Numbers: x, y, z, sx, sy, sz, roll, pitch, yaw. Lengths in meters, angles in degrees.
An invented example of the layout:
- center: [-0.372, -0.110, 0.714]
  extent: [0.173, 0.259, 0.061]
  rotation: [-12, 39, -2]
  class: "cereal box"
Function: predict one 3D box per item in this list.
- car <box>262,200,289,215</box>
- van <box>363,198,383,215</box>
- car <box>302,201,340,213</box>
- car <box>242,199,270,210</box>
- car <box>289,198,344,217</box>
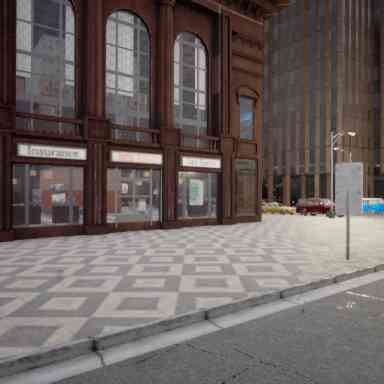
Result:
- center: [9.449, 1.799, 37.103]
  extent: [1.752, 1.417, 4.829]
  rotation: [0, 0, -35]
  class: "car"
- center: [19.551, 1.589, 37.579]
  extent: [1.690, 1.788, 3.998]
  rotation: [-1, 0, -35]
  class: "van"
- center: [16.308, 1.898, 42.170]
  extent: [1.802, 1.307, 4.206]
  rotation: [-1, 0, -35]
  class: "car"
- center: [9.813, 1.893, 51.355]
  extent: [1.967, 1.590, 4.097]
  rotation: [-1, 0, -35]
  class: "car"
- center: [12.595, 1.522, 32.650]
  extent: [2.192, 1.841, 5.009]
  rotation: [0, 0, -35]
  class: "car"
